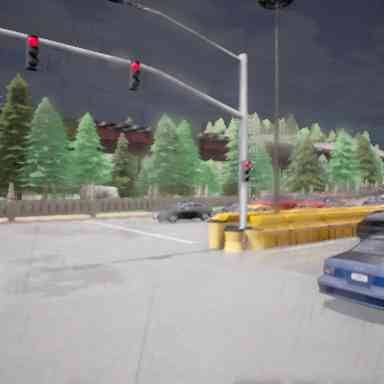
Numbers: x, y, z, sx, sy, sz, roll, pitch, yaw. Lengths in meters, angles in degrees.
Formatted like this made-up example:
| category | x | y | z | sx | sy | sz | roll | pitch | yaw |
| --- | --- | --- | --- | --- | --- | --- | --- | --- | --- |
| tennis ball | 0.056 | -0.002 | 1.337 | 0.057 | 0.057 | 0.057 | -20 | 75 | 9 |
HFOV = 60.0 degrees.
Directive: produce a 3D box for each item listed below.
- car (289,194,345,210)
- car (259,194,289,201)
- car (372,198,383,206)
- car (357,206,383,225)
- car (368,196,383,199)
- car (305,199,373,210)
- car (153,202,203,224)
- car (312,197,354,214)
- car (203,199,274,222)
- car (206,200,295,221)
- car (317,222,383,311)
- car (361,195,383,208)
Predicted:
| category | x | y | z | sx | sy | sz | roll | pitch | yaw |
| --- | --- | --- | --- | --- | --- | --- | --- | --- | --- |
| car | 11.466 | 1.222 | 29.354 | 5.566 | 2.045 | 2.150 | 0 | 0 | -35 |
| car | 7.445 | 1.221 | 30.785 | 5.566 | 2.045 | 2.150 | 0 | 0 | -36 |
| car | 18.292 | 1.512 | 29.914 | 4.674 | 1.442 | 1.812 | -1 | 0 | -35 |
| car | 9.087 | 1.505 | 14.529 | 4.892 | 1.490 | 1.837 | 0 | 0 | -36 |
| car | 19.689 | 1.480 | 35.184 | 4.181 | 1.385 | 1.994 | -2 | 1 | -36 |
| car | 10.985 | 1.492 | 24.723 | 4.902 | 1.511 | 2.128 | 0 | 0 | -35 |
| car | -0.596 | 1.491 | 25.064 | 4.902 | 1.511 | 2.128 | 0 | 0 | -36 |
| car | 15.568 | 1.444 | 36.536 | 5.008 | 1.535 | 1.882 | -1 | 1 | -36 |
| car | 3.431 | 1.505 | 23.637 | 4.892 | 1.490 | 1.837 | 0 | 0 | -36 |
| car | 3.473 | 1.478 | 19.335 | 5.008 | 1.535 | 1.882 | 0 | 0 | -36 |
| car | 4.985 | 1.548 | 7.303 | 5.357 | 1.411 | 2.033 | 0 | 0 | -36 |
| car | 23.626 | 1.192 | 42.342 | 4.181 | 1.385 | 1.994 | -4 | 2 | -36 |
